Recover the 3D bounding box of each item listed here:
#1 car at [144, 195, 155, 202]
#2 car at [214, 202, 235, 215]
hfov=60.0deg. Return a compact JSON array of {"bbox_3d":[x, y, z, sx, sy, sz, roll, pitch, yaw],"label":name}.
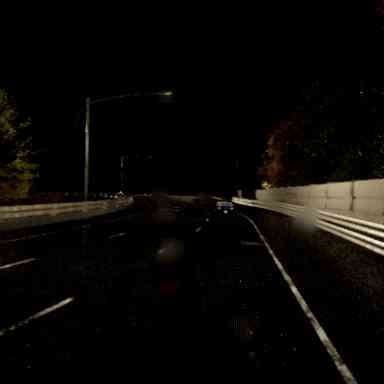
[{"bbox_3d":[-9.174,1.350,71.545,2.128,1.511,4.902,1,0,-18],"label":"car"},{"bbox_3d":[3.379,1.662,35.349,1.895,1.301,4.718,1,0,1],"label":"car"}]
